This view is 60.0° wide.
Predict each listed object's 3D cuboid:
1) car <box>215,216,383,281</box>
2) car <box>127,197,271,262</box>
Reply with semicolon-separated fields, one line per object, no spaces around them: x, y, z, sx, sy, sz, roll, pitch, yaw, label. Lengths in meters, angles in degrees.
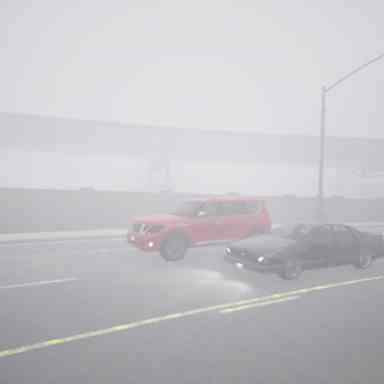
3.593;1.595;10.076;5.357;1.411;2.033;1;0;-29;car
0.476;1.206;12.285;5.566;2.045;2.150;1;0;-30;car
